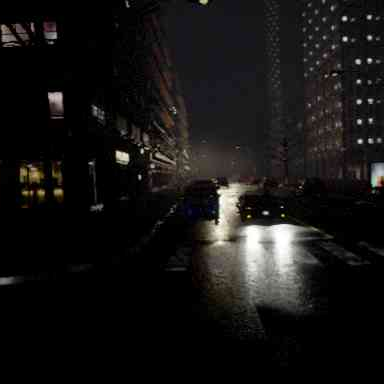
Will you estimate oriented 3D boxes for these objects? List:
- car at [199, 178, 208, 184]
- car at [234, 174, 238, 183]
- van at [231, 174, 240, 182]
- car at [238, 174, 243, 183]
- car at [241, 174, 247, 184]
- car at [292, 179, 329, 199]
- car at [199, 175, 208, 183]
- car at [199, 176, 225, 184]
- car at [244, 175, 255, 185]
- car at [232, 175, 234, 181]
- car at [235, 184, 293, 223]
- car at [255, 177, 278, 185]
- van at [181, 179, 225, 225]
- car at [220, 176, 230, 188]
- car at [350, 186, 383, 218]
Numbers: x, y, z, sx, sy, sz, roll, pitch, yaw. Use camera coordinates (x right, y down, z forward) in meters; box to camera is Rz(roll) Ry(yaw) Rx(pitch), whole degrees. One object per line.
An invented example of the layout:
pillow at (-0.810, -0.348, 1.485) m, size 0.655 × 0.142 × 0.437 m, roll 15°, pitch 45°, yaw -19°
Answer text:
car at (2.811, -2.833, 81.761) m, size 1.947 × 1.339 × 4.313 m, roll -2°, pitch 3°, yaw 2°
car at (10.776, -2.839, 70.398) m, size 2.192 × 1.841 × 5.009 m, roll -2°, pitch 3°, yaw 2°
van at (11.367, -3.690, 86.949) m, size 1.690 × 1.788 × 3.998 m, roll -2°, pitch 3°, yaw 2°
car at (10.589, -2.279, 64.895) m, size 1.802 × 1.307 × 4.206 m, roll -2°, pitch 3°, yaw 2°
car at (10.391, -2.022, 59.377) m, size 1.887 × 1.381 × 4.507 m, roll -2°, pitch 3°, yaw 2°
car at (9.208, -0.355, 26.275) m, size 1.967 × 1.590 × 4.097 m, roll -2°, pitch 3°, yaw 2°
car at (3.197, -3.666, 92.780) m, size 2.192 × 1.841 × 5.009 m, roll -2°, pitch 3°, yaw 2°
car at (0.639, 0.158, 21.069) m, size 2.192 × 1.841 × 5.009 m, roll -2°, pitch 3°, yaw 2°
car at (10.195, -1.722, 53.861) m, size 2.008 × 1.369 × 4.403 m, roll -2°, pitch 3°, yaw 2°
car at (10.981, -2.896, 75.926) m, size 2.008 × 1.369 × 4.403 m, roll -2°, pitch 3°, yaw 2°
car at (3.144, 0.577, 15.845) m, size 1.994 × 1.385 × 4.181 m, roll -2°, pitch 3°, yaw 2°
car at (9.797, -1.244, 42.823) m, size 1.967 × 1.590 × 4.097 m, roll -2°, pitch 3°, yaw 2°
van at (0.443, 0.481, 15.554) m, size 1.690 × 1.788 × 3.998 m, roll -2°, pitch 3°, yaw 2°
car at (4.302, -1.526, 48.699) m, size 2.097 × 1.767 × 4.553 m, roll -2°, pitch 3°, yaw 2°
car at (8.820, 0.381, 15.249) m, size 1.802 × 1.307 × 4.206 m, roll -2°, pitch 3°, yaw 2°
